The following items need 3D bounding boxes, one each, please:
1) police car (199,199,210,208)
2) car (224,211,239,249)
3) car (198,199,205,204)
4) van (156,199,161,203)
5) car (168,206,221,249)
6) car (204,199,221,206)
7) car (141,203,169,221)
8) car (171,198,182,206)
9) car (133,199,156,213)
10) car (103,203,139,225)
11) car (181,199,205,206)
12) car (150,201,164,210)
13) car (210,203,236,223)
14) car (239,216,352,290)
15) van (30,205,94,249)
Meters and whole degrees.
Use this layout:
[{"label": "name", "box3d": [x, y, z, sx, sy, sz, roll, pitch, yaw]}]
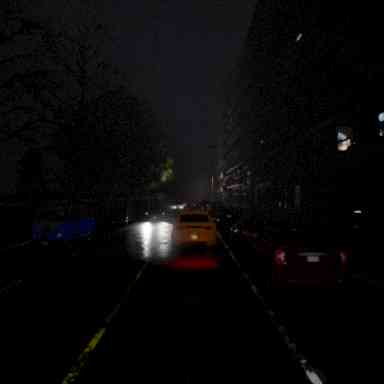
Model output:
[{"label": "police car", "box3d": [2.364, 2.071, 62.489, 1.930, 1.638, 5.238, 0, -1, 0]}, {"label": "car", "box3d": [2.690, 1.730, 14.946, 1.802, 1.307, 4.206, 0, -1, 0]}, {"label": "car", "box3d": [2.686, 2.547, 93.766, 1.887, 1.381, 4.507, 0, -1, 0]}, {"label": "van", "box3d": [-5.692, 1.836, 48.727, 1.690, 1.788, 3.998, 0, -1, 0]}, {"label": "car", "box3d": [0.094, 1.631, 15.496, 1.882, 1.535, 5.008, 0, -1, 0]}, {"label": "car", "box3d": [2.688, 1.816, 37.467, 1.967, 1.590, 4.097, 0, -1, 0]}, {"label": "car", "box3d": [-3.102, 1.901, 30.213, 1.895, 1.301, 4.718, 0, -1, 0]}, {"label": "car", "box3d": [-3.003, 2.330, 72.273, 1.895, 1.301, 4.718, 0, -1, 0]}, {"label": "car", "box3d": [-5.691, 1.690, 37.468, 2.192, 1.841, 5.009, 0, -1, 0]}, {"label": "car", "box3d": [-5.691, 1.826, 26.206, 1.947, 1.339, 4.313, 0, -1, 0]}, {"label": "car", "box3d": [0.097, 1.818, 34.033, 1.882, 1.535, 5.008, 0, -1, 0]}, {"label": "car", "box3d": [-5.693, 2.138, 54.355, 1.802, 1.307, 4.206, 0, -1, 0]}, {"label": "car", "box3d": [2.689, 1.826, 26.207, 1.947, 1.339, 4.313, 0, -1, 0]}, {"label": "car", "box3d": [2.690, 1.533, 9.317, 1.967, 1.590, 4.097, 0, -1, 0]}, {"label": "van", "box3d": [-5.691, 1.489, 14.948, 1.690, 1.788, 3.998, 0, -1, 0]}]
